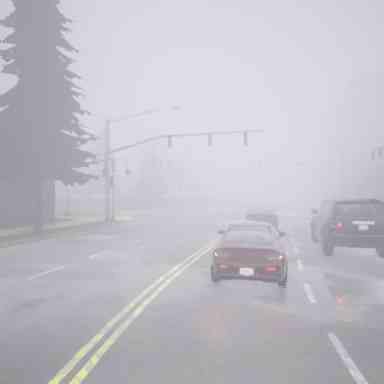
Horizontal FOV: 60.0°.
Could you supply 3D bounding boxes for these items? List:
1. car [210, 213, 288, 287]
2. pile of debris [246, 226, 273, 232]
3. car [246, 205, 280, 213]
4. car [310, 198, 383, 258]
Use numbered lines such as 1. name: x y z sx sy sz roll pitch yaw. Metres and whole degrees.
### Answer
1. car: 1.660 1.558 9.461 1.812 1.442 4.674 0 0 12
2. pile of debris: 4.157 2.252 20.270 1.500 0.140 1.860 0 0 15
3. car: 4.381 1.556 20.674 1.882 1.535 5.008 0 0 14
4. car: 6.167 1.277 13.395 2.150 2.045 5.566 0 -1 13
